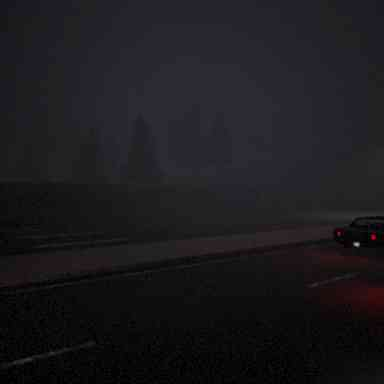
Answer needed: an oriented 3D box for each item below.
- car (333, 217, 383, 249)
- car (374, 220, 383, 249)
[{"bbox_3d":[7.963,1.670,13.720,4.718,1.301,1.895,0,0,-35],"label":"car"},{"bbox_3d":[7.101,1.530,8.808,5.008,1.535,1.882,0,0,-35],"label":"car"}]
